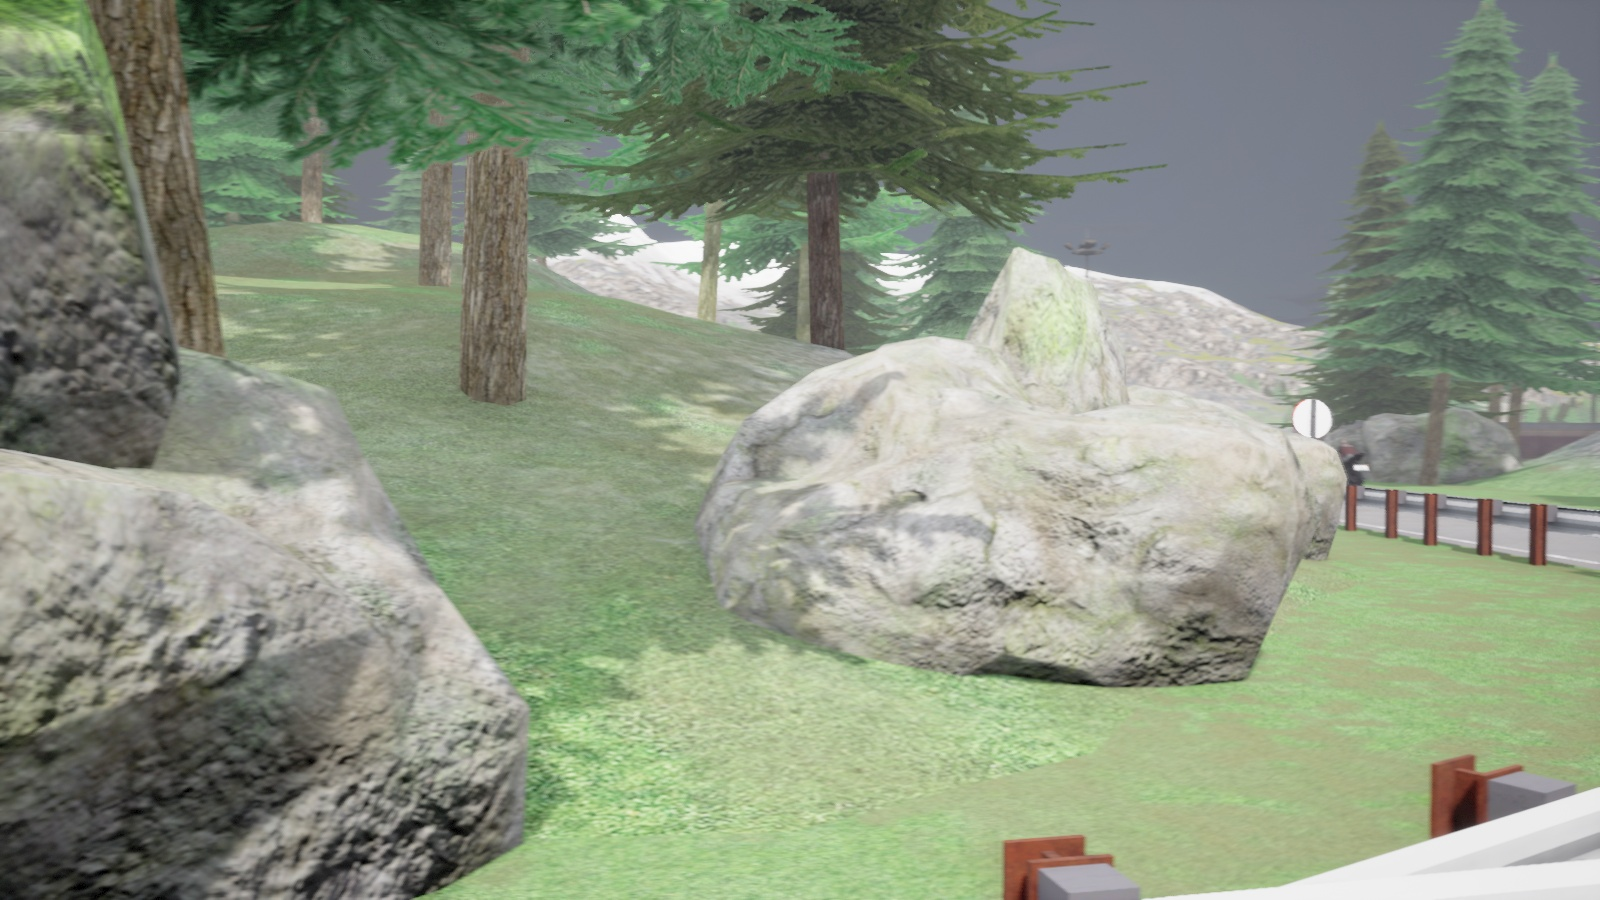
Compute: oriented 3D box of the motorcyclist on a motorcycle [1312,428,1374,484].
[{"bbox_3d":[15.505,0.158,35.910,0.866,1.530,2.191,-1,1,1],"label":"motorcyclist on a motorcycle"}]
